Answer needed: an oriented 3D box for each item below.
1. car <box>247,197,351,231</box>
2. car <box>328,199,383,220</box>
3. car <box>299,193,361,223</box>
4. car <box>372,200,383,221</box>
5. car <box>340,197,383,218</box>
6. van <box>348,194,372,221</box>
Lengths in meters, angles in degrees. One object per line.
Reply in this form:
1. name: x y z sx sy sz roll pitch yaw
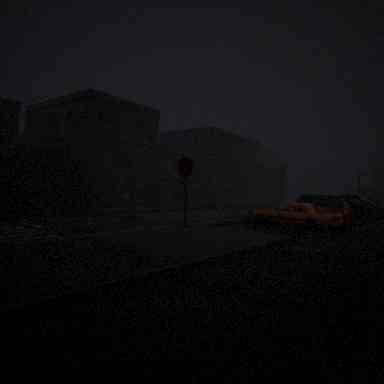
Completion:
1. car: 5.774 1.256 18.987 5.366 1.575 1.946 3 1 39
2. car: 15.452 1.551 30.528 5.008 1.535 2.097 3 0 39
3. car: 7.796 1.179 21.105 4.553 1.767 2.185 3 1 39
4. car: 13.643 1.227 28.247 5.566 2.045 2.435 3 1 39
5. car: 17.390 1.504 32.867 4.553 1.767 2.185 3 0 39
6. van: 9.791 1.133 23.399 4.442 1.987 1.878 3 1 39
